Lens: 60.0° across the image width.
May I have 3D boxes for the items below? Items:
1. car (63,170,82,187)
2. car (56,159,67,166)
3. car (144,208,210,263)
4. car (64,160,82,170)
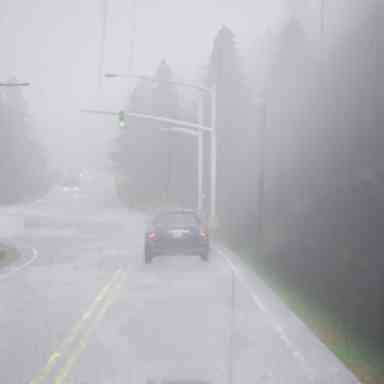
[{"bbox_3d":[-15.465,-1.616,43.067,2.033,1.411,5.357,-1,9,-14],"label":"car"},{"bbox_3d":[-26.787,-6.167,70.494,5.008,1.535,1.882,9,9,36],"label":"car"},{"bbox_3d":[-0.674,1.373,12.360,2.097,1.767,4.553,0,0,-6],"label":"car"},{"bbox_3d":[-20.670,-4.193,58.508,2.128,1.511,4.902,-2,10,-27],"label":"car"}]
